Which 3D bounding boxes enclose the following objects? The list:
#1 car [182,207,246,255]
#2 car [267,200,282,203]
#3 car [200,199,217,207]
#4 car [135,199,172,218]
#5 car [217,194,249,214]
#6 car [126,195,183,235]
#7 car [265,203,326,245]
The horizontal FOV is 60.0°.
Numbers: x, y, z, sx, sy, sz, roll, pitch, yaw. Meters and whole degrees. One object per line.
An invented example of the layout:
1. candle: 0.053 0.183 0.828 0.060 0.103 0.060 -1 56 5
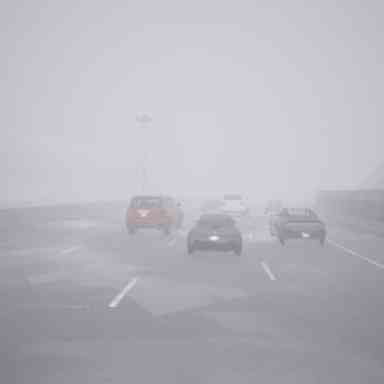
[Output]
1. car: 0.959 1.535 13.291 1.994 1.385 4.181 0 0 6
2. car: 8.528 1.488 34.411 2.033 1.411 5.357 0 0 16
3. car: 2.359 1.463 38.251 2.033 1.411 5.357 0 0 17
4. car: -3.367 1.426 29.940 1.837 1.490 4.892 0 0 12
5. car: 4.118 1.158 31.342 2.150 2.045 5.566 0 0 14
6. car: -1.943 1.173 18.535 2.150 2.045 5.566 0 0 8
7. car: 4.714 1.467 15.329 2.128 1.511 4.902 0 0 7
